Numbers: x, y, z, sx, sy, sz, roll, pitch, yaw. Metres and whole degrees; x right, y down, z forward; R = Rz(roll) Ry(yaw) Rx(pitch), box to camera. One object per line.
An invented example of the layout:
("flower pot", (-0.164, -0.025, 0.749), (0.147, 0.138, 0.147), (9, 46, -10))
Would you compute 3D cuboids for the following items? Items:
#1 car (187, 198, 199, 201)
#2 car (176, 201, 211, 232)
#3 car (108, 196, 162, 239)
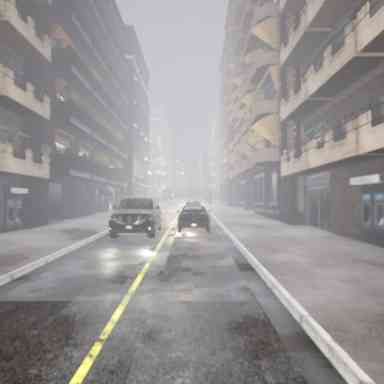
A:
("car", (0.103, 1.546, 41.449), (2.128, 1.511, 4.902), (0, 0, 0))
("car", (0.102, 1.525, 20.351), (1.837, 1.490, 4.892), (0, 0, 0))
("car", (-2.848, 1.238, 17.789), (2.150, 2.045, 5.566), (0, 0, 0))
